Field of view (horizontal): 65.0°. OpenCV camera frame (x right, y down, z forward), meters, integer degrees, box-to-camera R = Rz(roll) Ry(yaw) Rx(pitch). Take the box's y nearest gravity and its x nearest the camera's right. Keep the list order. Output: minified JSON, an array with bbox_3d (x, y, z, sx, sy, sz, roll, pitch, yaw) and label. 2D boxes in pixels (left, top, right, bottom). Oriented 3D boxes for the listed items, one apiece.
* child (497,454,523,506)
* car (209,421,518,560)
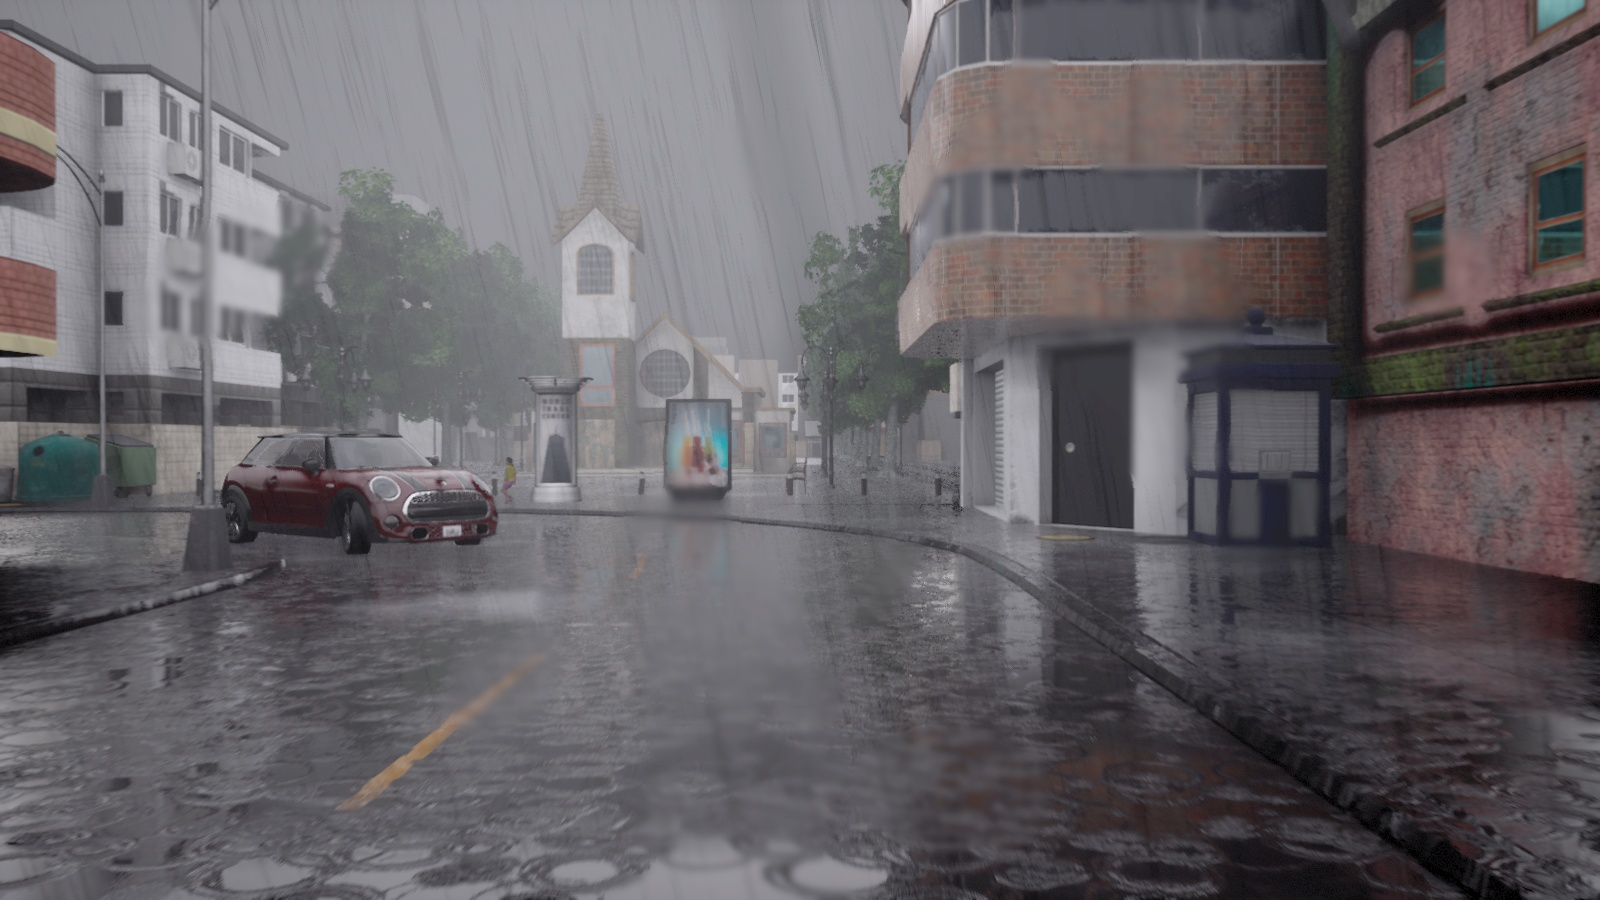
[{"bbox_3d":[-6.574,0.670,28.463,0.473,1.160,0.299,0,0,15],"label":"child"},{"bbox_3d":[-6.393,0.498,18.174,4.553,1.767,2.097,0,0,38],"label":"car"}]
